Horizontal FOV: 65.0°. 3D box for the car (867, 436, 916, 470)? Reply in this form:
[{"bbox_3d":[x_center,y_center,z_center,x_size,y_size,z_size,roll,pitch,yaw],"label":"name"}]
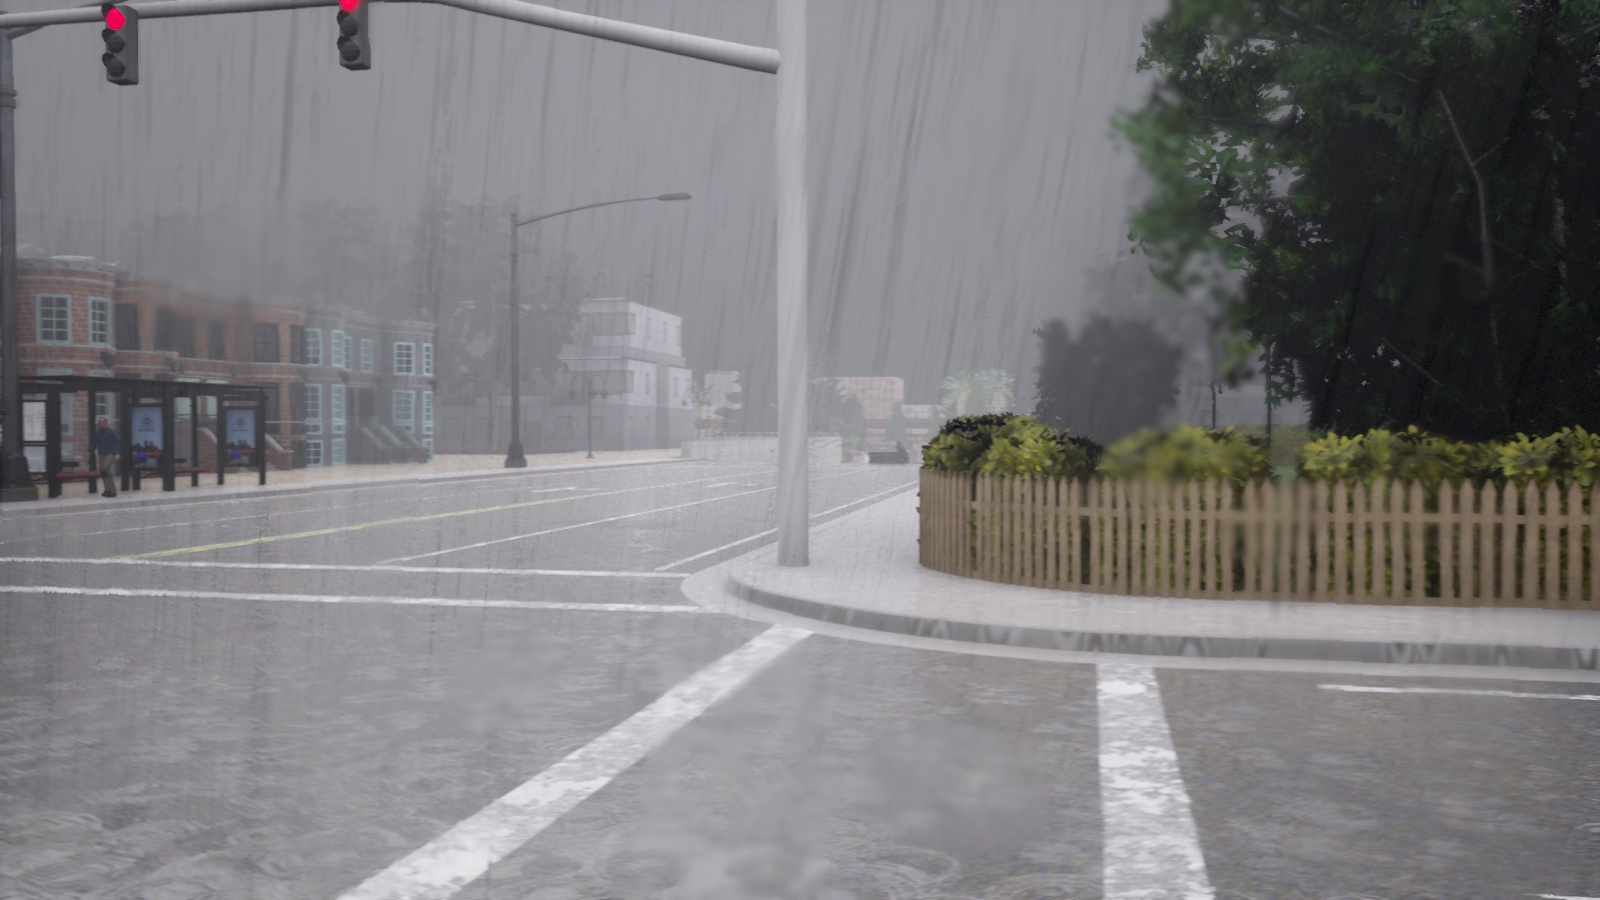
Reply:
[{"bbox_3d":[5.213,0.221,70.971,2.033,1.411,5.357,1,-5,12],"label":"car"}]

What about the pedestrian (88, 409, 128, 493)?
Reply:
[{"bbox_3d":[-15.357,0.017,27.880,0.402,1.842,0.726,0,1,11],"label":"pedestrian"}]
